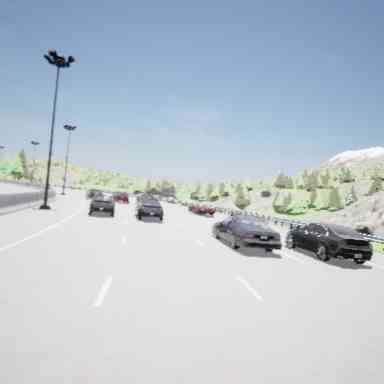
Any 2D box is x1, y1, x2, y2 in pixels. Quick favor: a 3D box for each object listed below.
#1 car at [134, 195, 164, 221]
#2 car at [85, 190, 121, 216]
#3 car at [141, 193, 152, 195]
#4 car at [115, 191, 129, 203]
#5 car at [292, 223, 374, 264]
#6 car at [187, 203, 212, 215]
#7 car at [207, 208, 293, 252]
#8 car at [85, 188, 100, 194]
[{"bbox_3d":[-3.368,1.317,25.792,2.128,1.511,4.902,6,0,-14],"label":"car"},{"bbox_3d":[-7.029,0.971,26.130,2.128,1.511,4.902,6,0,-14],"label":"car"},{"bbox_3d":[-6.765,0.983,48.472,2.097,1.767,4.553,5,0,-21],"label":"car"},{"bbox_3d":[-10.615,0.618,48.805,2.097,1.767,4.553,5,0,-22],"label":"car"},{"bbox_3d":[5.994,2.161,15.079,1.837,1.490,4.892,6,0,-9],"label":"car"},{"bbox_3d":[0.967,1.906,37.467,1.895,1.301,4.718,6,0,-17],"label":"car"},{"bbox_3d":[2.450,1.871,16.001,2.033,1.411,5.357,6,0,-11],"label":"car"},{"bbox_3d":[-14.495,0.251,49.114,2.097,1.767,4.553,5,0,-22],"label":"car"}]
